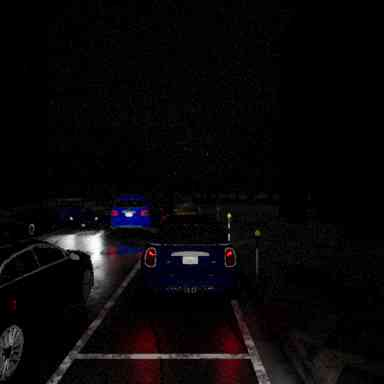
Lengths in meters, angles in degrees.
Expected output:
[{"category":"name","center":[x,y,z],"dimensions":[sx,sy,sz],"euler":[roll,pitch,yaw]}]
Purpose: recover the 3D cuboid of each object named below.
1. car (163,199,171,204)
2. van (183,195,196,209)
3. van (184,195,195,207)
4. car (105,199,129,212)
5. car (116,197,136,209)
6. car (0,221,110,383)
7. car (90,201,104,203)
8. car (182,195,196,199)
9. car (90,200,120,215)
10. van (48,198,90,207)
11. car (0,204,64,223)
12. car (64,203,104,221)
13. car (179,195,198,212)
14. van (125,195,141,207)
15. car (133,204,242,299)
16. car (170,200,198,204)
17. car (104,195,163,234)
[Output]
[{"category":"car","center":[-3.049,1.497,35.604],"dimensions":[2.128,1.511,4.902],"euler":[0,0,0]},{"category":"van","center":[-0.384,1.352,45.324],"dimensions":[1.690,1.788,3.998],"euler":[0,0,0]},{"category":"van","center":[-0.384,1.355,50.761],"dimensions":[1.690,1.788,3.998],"euler":[0,0,0]},{"category":"car","center":[-8.909,1.534,39.716],"dimensions":[1.752,1.417,4.829],"euler":[0,0,0]},{"category":"car","center":[-8.910,1.451,45.324],"dimensions":[1.967,1.590,4.097],"euler":[0,0,0]},{"category":"car","center":[-3.050,1.492,5.321],"dimensions":[2.128,1.511,4.902],"euler":[0,0,0]},{"category":"car","center":[-8.909,1.529,28.841],"dimensions":[1.752,1.417,4.829],"euler":[0,0,0]},{"category":"car","center":[-0.384,1.446,34.448],"dimensions":[1.967,1.590,4.097],"euler":[0,0,0]},{"category":"car","center":[-8.909,1.572,34.448],"dimensions":[1.947,1.339,4.313],"euler":[0,0,0]},{"category":"van","center":[-8.909,1.344,23.573],"dimensions":[1.690,1.788,3.998],"euler":[0,0,0]},{"category":"car","center":[-8.909,1.567,18.136],"dimensions":[1.947,1.339,4.313],"euler":[0,0,0]},{"category":"car","center":[-6.246,1.603,21.344],"dimensions":[1.895,1.301,4.718],"euler":[0,0,0]},{"category":"car","center":[-0.384,1.324,39.886],"dimensions":[2.192,1.841,5.009],"euler":[0,0,0]},{"category":"van","center":[-8.910,1.355,50.762],"dimensions":[1.690,1.788,3.998],"euler":[0,0,0]},{"category":"car","center":[-0.032,1.353,8.620],"dimensions":[2.097,1.767,4.553],"euler":[0,0,0]},{"category":"car","center":[-0.384,1.528,23.743],"dimensions":[1.752,1.417,4.829],"euler":[0,0,0]},{"category":"car","center":[-3.146,1.225,19.267],"dimensions":[2.150,2.045,5.566],"euler":[0,0,0]}]
